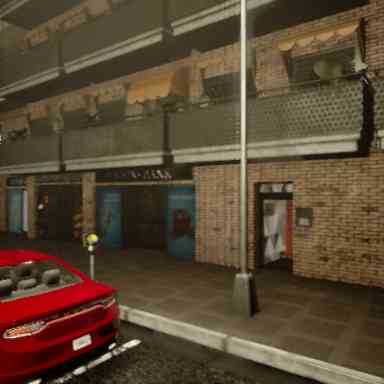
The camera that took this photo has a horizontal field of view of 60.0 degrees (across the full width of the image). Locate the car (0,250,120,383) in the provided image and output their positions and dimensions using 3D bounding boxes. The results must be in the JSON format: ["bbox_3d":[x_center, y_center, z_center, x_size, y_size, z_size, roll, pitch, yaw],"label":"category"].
[{"bbox_3d":[-3.060,1.571,5.055,4.507,1.381,1.887,0,0,35],"label":"car"}]
